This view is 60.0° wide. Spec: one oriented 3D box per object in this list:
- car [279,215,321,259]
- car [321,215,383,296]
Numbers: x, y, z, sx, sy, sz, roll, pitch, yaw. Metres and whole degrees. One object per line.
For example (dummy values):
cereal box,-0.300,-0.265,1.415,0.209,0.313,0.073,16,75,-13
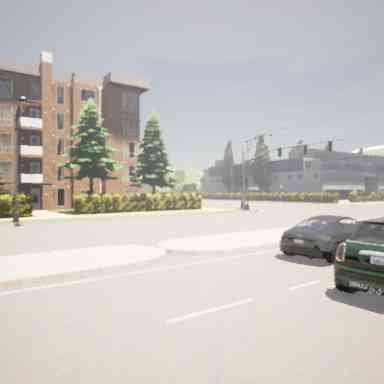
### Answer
car,4.976,1.513,11.619,4.181,1.385,1.994,0,0,-36
car,5.234,1.311,7.492,4.553,1.767,2.097,0,0,-36
